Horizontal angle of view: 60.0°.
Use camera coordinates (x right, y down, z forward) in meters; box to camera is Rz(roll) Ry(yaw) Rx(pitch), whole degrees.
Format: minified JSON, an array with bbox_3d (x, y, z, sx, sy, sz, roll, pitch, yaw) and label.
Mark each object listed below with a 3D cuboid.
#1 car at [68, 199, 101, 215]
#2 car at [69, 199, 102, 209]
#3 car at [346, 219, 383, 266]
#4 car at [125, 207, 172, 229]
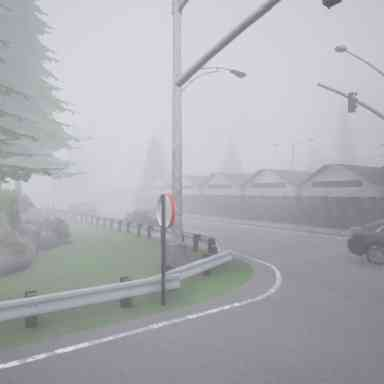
[{"bbox_3d":[-11.803,1.739,35.716,2.033,1.411,5.357,0,0,-34],"label":"car"},{"bbox_3d":[-16.111,1.776,50.698,2.033,1.411,5.357,0,0,18],"label":"car"},{"bbox_3d":[7.456,1.572,10.284,4.892,1.490,1.837,0,1,37],"label":"car"},{"bbox_3d":[-2.819,1.739,22.785,2.033,1.411,5.357,0,0,-35],"label":"car"}]
